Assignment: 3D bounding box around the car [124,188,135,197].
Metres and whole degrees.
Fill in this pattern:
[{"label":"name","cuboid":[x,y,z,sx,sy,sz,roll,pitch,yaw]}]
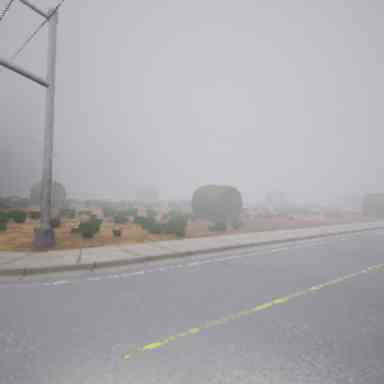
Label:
[{"label":"car","cuboid":[-14.796,0.186,79.077,1.905,1.878,3.866,8,2,1]}]
